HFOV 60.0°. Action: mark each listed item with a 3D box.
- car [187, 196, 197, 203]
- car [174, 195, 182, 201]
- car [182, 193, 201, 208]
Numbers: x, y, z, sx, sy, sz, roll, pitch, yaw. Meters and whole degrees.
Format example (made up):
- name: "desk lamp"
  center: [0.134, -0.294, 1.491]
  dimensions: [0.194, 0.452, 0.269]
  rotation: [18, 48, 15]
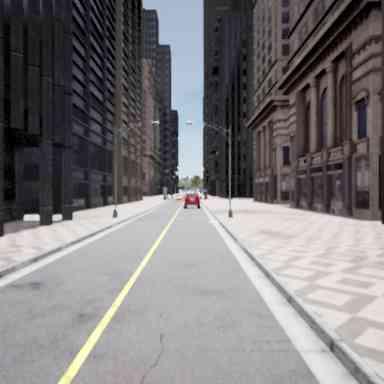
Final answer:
- name: "car"
  center: [-0.009, 1.485, 64.986]
  dimensions: [1.895, 1.301, 4.718]
  rotation: [0, 0, 0]
- name: "car"
  center: [-3.122, 1.326, 77.345]
  dimensions: [1.882, 1.535, 5.008]
  rotation: [0, 0, 0]
- name: "car"
  center: [0.028, 1.144, 46.363]
  dimensions: [2.150, 2.045, 5.566]
  rotation: [0, 0, 0]
